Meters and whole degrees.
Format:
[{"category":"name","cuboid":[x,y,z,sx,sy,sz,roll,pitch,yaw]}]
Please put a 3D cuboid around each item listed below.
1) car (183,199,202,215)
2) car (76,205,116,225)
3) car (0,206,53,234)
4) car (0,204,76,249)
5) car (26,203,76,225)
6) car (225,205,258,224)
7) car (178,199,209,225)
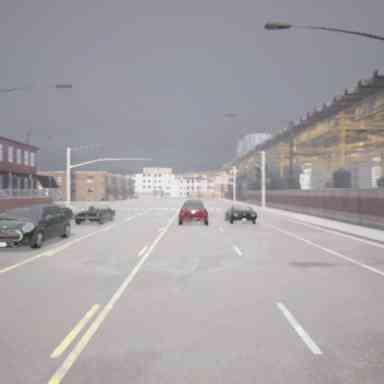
[{"category":"car","cuboid":[0.050,1.543,35.503,1.837,1.490,4.892,0,0,0]},{"category":"car","cuboid":[-7.063,1.626,24.640,1.895,1.301,4.718,0,0,0]},{"category":"car","cuboid":[-10.496,1.625,20.452,1.895,1.301,4.718,0,0,0]},{"category":"car","cuboid":[-7.085,1.367,14.643,2.097,1.767,4.553,0,0,0]},{"category":"car","cuboid":[-10.559,1.590,25.291,1.994,1.385,4.181,0,0,1]},{"category":"car","cuboid":[3.605,1.627,25.199,1.895,1.301,4.718,0,0,0]},{"category":"car","cuboid":[0.107,1.375,24.472,2.097,1.767,4.553,0,0,0]}]
